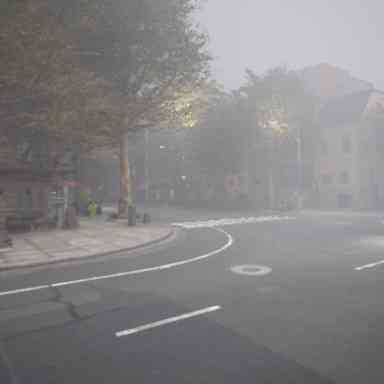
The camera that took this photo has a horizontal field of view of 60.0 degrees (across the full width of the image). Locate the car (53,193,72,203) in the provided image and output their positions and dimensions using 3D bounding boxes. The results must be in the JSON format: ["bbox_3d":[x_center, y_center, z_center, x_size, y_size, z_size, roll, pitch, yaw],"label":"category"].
[{"bbox_3d":[-23.042,1.042,59.064,2.128,1.511,4.902,-1,0,-35],"label":"car"}]

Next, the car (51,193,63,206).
[{"bbox_3d":[-20.091,1.120,49.617,2.435,2.045,5.566,-1,0,-35],"label":"car"}]

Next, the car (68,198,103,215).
[{"bbox_3d":[-12.258,1.374,37.560,2.231,1.521,4.892,-1,0,-35],"label":"car"}]
